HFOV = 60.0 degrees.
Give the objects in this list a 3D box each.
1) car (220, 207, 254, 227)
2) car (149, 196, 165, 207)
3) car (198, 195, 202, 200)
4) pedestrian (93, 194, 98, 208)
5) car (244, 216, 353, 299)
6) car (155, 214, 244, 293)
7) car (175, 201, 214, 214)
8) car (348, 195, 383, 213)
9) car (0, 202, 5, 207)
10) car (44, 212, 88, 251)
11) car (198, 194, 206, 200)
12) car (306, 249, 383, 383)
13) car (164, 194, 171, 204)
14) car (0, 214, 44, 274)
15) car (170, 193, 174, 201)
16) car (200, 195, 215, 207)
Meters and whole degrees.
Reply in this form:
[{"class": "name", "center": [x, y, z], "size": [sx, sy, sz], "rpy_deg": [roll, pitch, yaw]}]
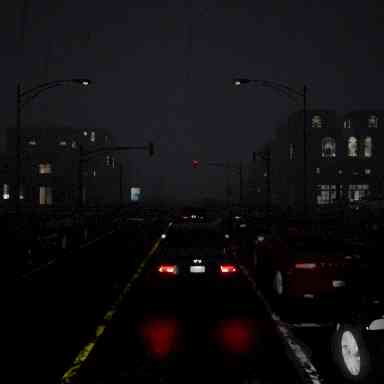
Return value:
[{"class": "car", "center": [2.687, 1.553, 19.704], "size": [2.008, 1.369, 4.403], "rpy_deg": [0, 0, 0]}, {"class": "car", "center": [-5.708, 1.588, 52.103], "size": [1.802, 1.307, 4.206], "rpy_deg": [0, 0, 0]}, {"class": "car", "center": [2.667, 1.590, 63.136], "size": [1.802, 1.307, 4.206], "rpy_deg": [0, 0, 0]}, {"class": "pedestrian", "center": [-12.570, 1.135, 43.234], "size": [0.375, 1.860, 0.375], "rpy_deg": [0, -1, 1]}, {"class": "car", "center": [2.691, 1.546, 8.320], "size": [1.887, 1.381, 4.507], "rpy_deg": [0, 0, 0]}, {"class": "car", "center": [0.097, 1.548, 8.978], "size": [2.033, 1.411, 5.357], "rpy_deg": [0, 0, 0]}, {"class": "car", "center": [0.092, 1.507, 19.499], "size": [1.837, 1.490, 4.892], "rpy_deg": [0, 0, 0]}, {"class": "car", "center": [20.576, 1.338, 37.203], "size": [5.566, 2.045, 2.150], "rpy_deg": [0, 0, 1]}, {"class": "car", "center": [-25.468, 1.447, 40.483], "size": [4.829, 1.417, 1.752], "rpy_deg": [0, -1, 1]}, {"class": "car", "center": [-5.692, 1.552, 14.025], "size": [2.008, 1.369, 4.403], "rpy_deg": [0, 0, 0]}, {"class": "car", "center": [2.656, 1.458, 90.747], "size": [1.967, 1.590, 4.097], "rpy_deg": [0, 0, 0]}, {"class": "car", "center": [2.694, 1.551, 2.628], "size": [2.008, 1.369, 4.403], "rpy_deg": [0, 0, 0]}, {"class": "car", "center": [-5.713, 1.559, 63.147], "size": [2.008, 1.369, 4.403], "rpy_deg": [0, 0, 0]}, {"class": "car", "center": [-5.688, 1.441, 8.333], "size": [1.967, 1.590, 4.097], "rpy_deg": [0, 0, 0]}, {"class": "car", "center": [-5.717, 1.451, 74.191], "size": [1.967, 1.590, 4.097], "rpy_deg": [0, 0, 0]}, {"class": "car", "center": [2.672, 1.572, 52.094], "size": [1.947, 1.339, 4.313], "rpy_deg": [0, 0, 0]}]
